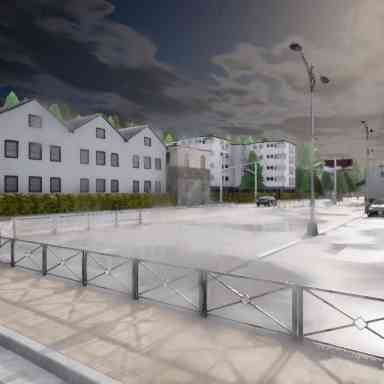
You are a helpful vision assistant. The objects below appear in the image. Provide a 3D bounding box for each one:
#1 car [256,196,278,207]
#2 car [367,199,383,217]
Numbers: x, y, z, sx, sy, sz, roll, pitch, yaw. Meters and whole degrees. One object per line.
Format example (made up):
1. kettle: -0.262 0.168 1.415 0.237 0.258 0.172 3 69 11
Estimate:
1. car: 10.673 1.313 47.132 1.837 1.490 4.892 0 0 32
2. car: 15.421 1.298 26.811 2.007 1.523 4.514 0 0 35
